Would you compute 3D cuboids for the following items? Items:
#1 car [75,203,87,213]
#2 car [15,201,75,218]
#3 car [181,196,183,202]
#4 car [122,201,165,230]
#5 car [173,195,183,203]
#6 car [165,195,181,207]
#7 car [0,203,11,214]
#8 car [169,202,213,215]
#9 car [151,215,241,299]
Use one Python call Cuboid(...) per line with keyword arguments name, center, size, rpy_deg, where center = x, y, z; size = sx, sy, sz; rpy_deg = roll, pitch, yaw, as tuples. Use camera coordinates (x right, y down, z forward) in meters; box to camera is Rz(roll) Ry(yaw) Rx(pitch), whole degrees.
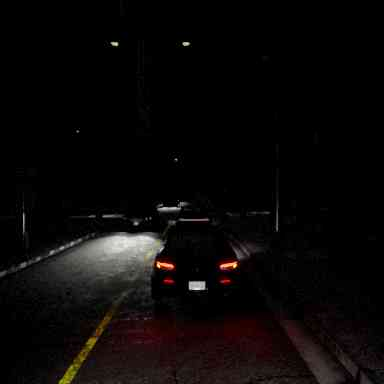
Cuboid(name="car", center=(-14.404, 1.687, 37.465), size=(4.829, 1.417, 1.752), rpy_deg=(-1, 0, 0))
Cuboid(name="car", center=(-14.082, 1.710, 31.541), size=(4.718, 1.301, 1.895), rpy_deg=(-1, 0, -1))
Cuboid(name="car", center=(-3.090, 1.480, 59.746), size=(1.837, 1.490, 4.892), rpy_deg=(0, 0, 0))
Cuboid(name="car", center=(-3.107, 1.490, 20.970), size=(2.128, 1.511, 4.902), rpy_deg=(0, 0, 0))
Cuboid(name="car", center=(-3.018, 1.489, 72.769), size=(2.128, 1.511, 4.902), rpy_deg=(0, 0, 0))
Cuboid(name="car", center=(-3.109, 1.547, 49.482), size=(1.994, 1.385, 4.181), rpy_deg=(0, 0, 0))
Cuboid(name="car", center=(-19.858, 1.761, 37.433), size=(4.507, 1.381, 1.887), rpy_deg=(-1, 0, 0))
Cuboid(name="car", center=(0.097, 1.491, 17.671), size=(2.128, 1.511, 4.902), rpy_deg=(0, 0, 1))
Cuboid(name="car", center=(0.095, 1.526, 8.306), size=(1.812, 1.442, 4.674), rpy_deg=(0, 0, 0))
